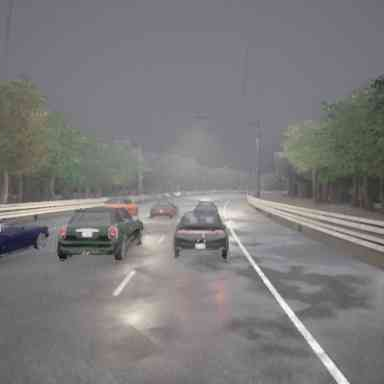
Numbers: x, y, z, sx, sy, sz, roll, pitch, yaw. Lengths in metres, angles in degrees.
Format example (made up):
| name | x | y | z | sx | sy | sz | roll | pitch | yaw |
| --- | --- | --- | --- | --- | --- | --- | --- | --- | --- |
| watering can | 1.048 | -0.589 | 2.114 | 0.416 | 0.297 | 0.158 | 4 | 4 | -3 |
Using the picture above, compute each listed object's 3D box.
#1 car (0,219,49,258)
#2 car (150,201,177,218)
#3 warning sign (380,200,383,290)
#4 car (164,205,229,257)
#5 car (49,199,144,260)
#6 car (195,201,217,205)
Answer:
| name | x | y | z | sx | sy | sz | roll | pitch | yaw |
| --- | --- | --- | --- | --- | --- | --- | --- | --- | --- |
| car | -6.705 | 1.565 | 11.252 | 1.895 | 1.301 | 4.718 | 0 | 0 | 2 |
| car | -2.295 | 1.466 | 28.434 | 1.994 | 1.385 | 4.181 | 0 | 0 | 4 |
| warning sign | 4.614 | 1.102 | 6.480 | 1.300 | 1.860 | 1.060 | 0 | 0 | 1 |
| car | 0.357 | 1.456 | 12.724 | 2.128 | 1.511 | 4.902 | 0 | 0 | 2 |
| car | -3.155 | 1.316 | 12.388 | 2.097 | 1.767 | 4.553 | 0 | 0 | 2 |
| car | 1.196 | 1.468 | 28.192 | 1.994 | 1.385 | 4.181 | 0 | 0 | 4 |
